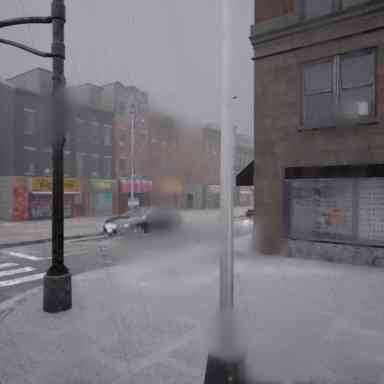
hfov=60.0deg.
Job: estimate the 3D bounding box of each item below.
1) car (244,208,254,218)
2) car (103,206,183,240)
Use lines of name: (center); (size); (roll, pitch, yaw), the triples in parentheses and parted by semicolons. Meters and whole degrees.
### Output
car: (6.544, 1.689, 30.122); (1.895, 1.301, 4.718); (0, 0, 35)
car: (-2.431, 1.531, 17.518); (2.128, 1.511, 4.902); (0, 0, 35)
